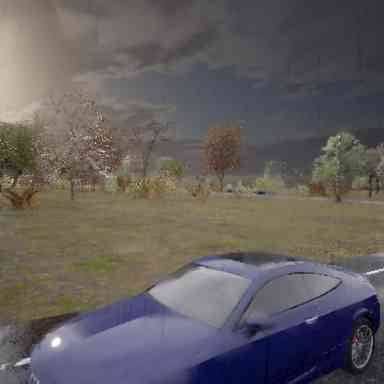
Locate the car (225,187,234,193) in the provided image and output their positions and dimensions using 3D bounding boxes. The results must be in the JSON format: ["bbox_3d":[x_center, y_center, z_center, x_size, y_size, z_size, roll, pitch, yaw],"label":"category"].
[{"bbox_3d":[9.723,-0.377,78.103,2.128,1.511,4.902,1,2,-35],"label":"car"}]

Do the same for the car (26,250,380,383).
[{"bbox_3d":[0.553,1.537,4.107,4.674,1.442,1.812,0,0,-36],"label":"car"}]

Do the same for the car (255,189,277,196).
[{"bbox_3d":[15.368,0.094,69.886,1.895,1.301,4.718,1,2,-35],"label":"car"}]
